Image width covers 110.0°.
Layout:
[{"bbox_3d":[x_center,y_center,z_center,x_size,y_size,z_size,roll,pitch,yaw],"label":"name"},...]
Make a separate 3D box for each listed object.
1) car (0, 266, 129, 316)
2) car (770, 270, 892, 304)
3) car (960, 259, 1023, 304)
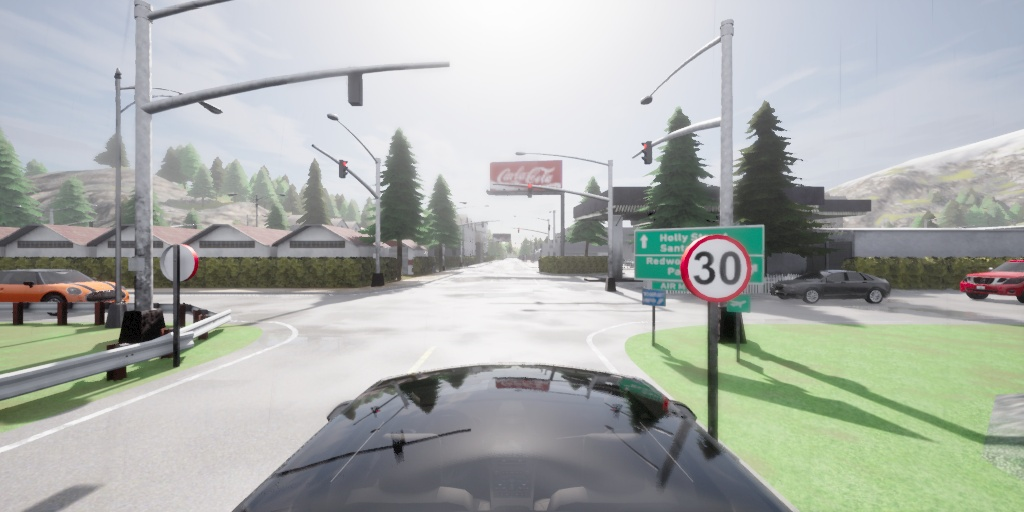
[{"bbox_3d":[-17.970,1.294,14.011,4.553,1.767,2.097,0,0,1],"label":"car"},{"bbox_3d":[15.207,1.446,17.262,4.892,1.490,1.837,0,0,1],"label":"car"},{"bbox_3d":[25.177,1.163,17.127,5.566,2.045,2.150,0,0,0],"label":"car"}]
